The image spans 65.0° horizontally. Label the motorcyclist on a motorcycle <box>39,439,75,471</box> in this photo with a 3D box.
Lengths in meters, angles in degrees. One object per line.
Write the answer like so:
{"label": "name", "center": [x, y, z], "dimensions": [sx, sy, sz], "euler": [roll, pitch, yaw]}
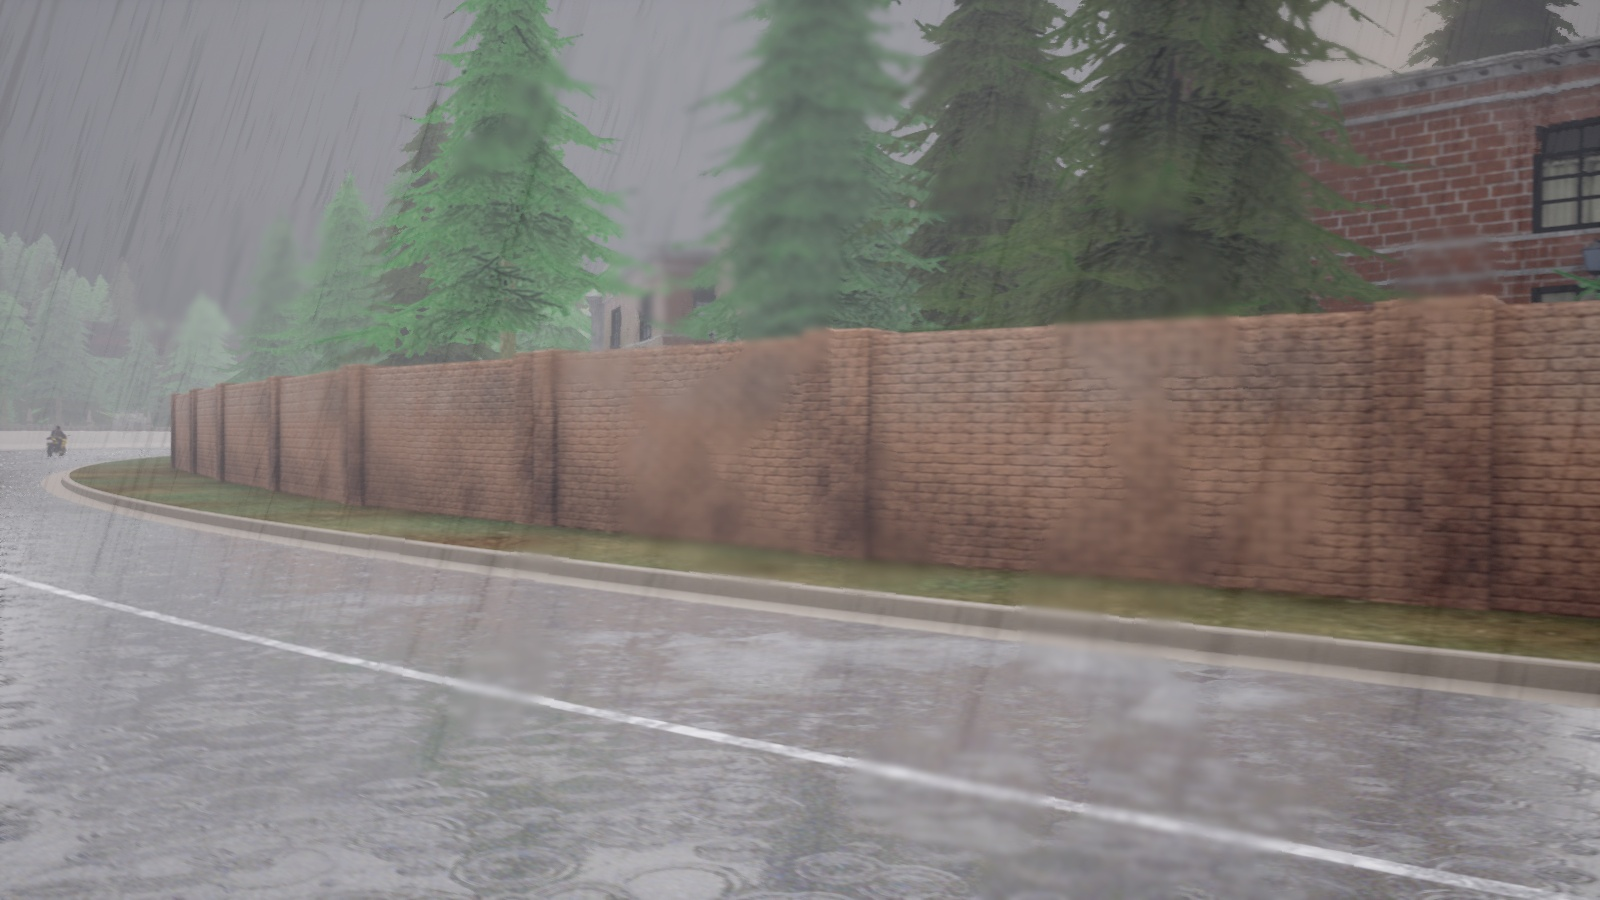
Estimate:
{"label": "motorcyclist on a motorcycle", "center": [-35.649, 0.233, 60.248], "dimensions": [0.797, 1.523, 2.044], "euler": [1, 0, -10]}
